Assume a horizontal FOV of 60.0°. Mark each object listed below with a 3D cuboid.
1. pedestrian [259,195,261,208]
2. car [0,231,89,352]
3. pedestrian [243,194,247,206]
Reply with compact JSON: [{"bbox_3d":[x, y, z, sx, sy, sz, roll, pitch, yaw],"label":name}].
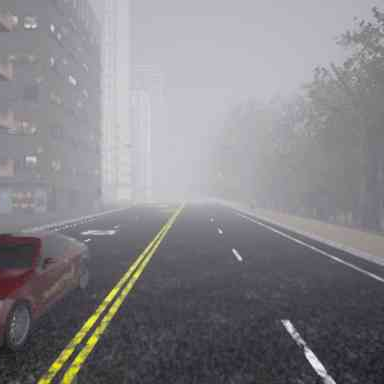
[{"bbox_3d":[10.010,1.370,49.268,0.375,1.860,0.375,0,0,0],"label":"pedestrian"},{"bbox_3d":[-3.351,1.531,6.298,1.812,1.442,4.674,0,0,0],"label":"car"},{"bbox_3d":[8.010,1.194,49.867,0.375,1.860,0.375,0,0,0],"label":"pedestrian"}]
